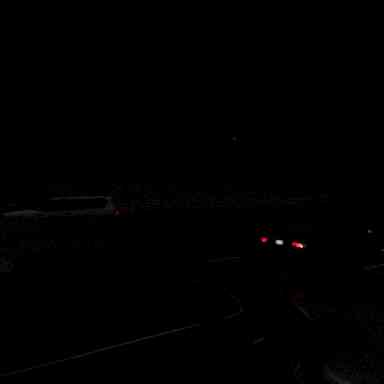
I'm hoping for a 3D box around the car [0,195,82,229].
[{"bbox_3d":[-10.514,1.233,22.308,5.566,2.045,2.150,0,0,-36],"label":"car"}]

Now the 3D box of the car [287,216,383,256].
[{"bbox_3d":[4.642,1.549,11.410,5.357,1.411,2.033,0,0,-36],"label":"car"}]

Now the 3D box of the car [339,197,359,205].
[{"bbox_3d":[22.196,1.486,45.854,4.892,1.490,1.837,0,0,-36],"label":"car"}]

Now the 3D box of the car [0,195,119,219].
[{"bbox_3d":[-6.402,1.230,16.644,5.566,2.045,2.150,0,0,-36],"label":"car"}]

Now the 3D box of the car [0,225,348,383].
[{"bbox_3d":[-0.756,1.354,3.236,4.553,1.767,2.097,0,0,-35],"label":"car"}]

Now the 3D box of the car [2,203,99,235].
[{"bbox_3d":[-8.277,1.501,19.608,4.902,1.511,2.128,0,0,-36],"label":"car"}]

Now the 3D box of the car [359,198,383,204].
[{"bbox_3d":[24.245,1.471,43.018,4.902,1.511,2.128,0,0,-36],"label":"car"}]
